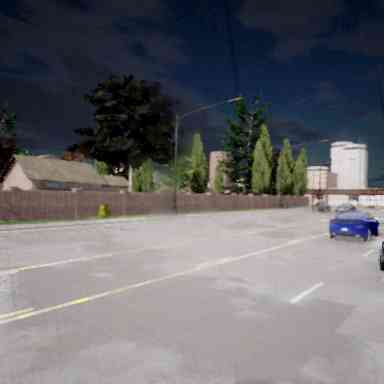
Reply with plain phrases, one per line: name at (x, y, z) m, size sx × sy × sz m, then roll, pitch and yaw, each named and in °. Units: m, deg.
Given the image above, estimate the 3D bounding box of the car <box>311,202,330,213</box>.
car at (18.934, 2.270, 48.622) m, size 1.837 × 1.490 × 4.892 m, roll 1°, pitch -1°, yaw 38°

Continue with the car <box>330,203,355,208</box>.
car at (21.323, 2.282, 46.002) m, size 2.128 × 1.511 × 4.902 m, roll 1°, pitch -1°, yaw 38°

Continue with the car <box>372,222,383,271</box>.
car at (7.407, 1.759, 10.835) m, size 1.812 × 1.442 × 4.674 m, roll 1°, pitch -1°, yaw 38°

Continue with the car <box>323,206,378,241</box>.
car at (9.354, 1.815, 19.022) m, size 1.882 × 1.535 × 5.008 m, roll 1°, pitch -1°, yaw 38°
